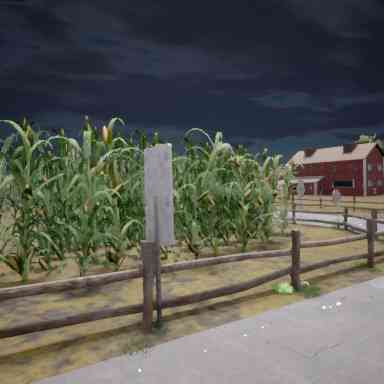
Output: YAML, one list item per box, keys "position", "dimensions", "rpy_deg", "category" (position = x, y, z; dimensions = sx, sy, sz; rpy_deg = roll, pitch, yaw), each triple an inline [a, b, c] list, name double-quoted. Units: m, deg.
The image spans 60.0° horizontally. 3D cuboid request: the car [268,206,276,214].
- position: [5.231, 1.334, 28.776]
  dimensions: [1.994, 1.385, 4.181]
  rpy_deg: [-2, 2, -34]
  category: "car"
